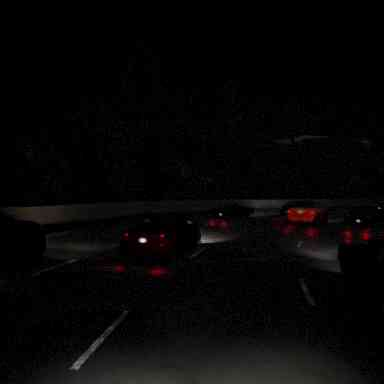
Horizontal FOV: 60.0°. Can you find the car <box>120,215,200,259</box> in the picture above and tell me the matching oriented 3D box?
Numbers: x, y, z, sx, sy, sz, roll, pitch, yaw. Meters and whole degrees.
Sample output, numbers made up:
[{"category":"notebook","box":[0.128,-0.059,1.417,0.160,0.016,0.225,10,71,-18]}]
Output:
[{"category":"car","box":[-1.053,1.564,12.827,1.994,1.385,4.181,0,0,16]}]

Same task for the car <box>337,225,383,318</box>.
[{"category":"car","box":[4.495,1.633,6.929,1.895,1.301,4.718,0,0,11]}]

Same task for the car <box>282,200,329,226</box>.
[{"category":"car","box":[8.610,1.419,24.521,2.097,1.767,4.553,0,0,34]}]

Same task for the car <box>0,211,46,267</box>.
[{"category":"car","box":[-6.061,1.187,8.298,2.150,2.045,5.566,0,0,10]}]

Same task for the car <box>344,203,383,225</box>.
[{"category":"car","box":[12.799,1.695,24.535,1.895,1.301,4.718,0,0,39]}]

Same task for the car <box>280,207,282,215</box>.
[{"category":"car","box":[10.172,1.607,31.918,1.812,1.442,4.674,0,0,43]}]

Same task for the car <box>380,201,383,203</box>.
[{"category":"car","box":[21.729,1.721,36.683,4.181,1.385,1.994,0,0,-32]}]

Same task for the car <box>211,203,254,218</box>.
[{"category":"car","box":[3.804,1.640,30.278,1.895,1.301,4.718,0,0,37]}]
